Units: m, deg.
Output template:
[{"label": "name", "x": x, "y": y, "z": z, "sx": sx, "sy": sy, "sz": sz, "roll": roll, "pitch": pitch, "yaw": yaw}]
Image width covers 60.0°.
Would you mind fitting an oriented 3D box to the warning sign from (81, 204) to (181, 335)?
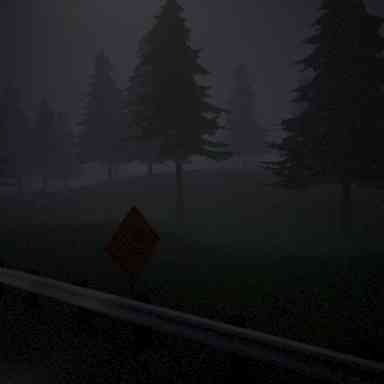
[{"label": "warning sign", "x": -1.010, "y": 1.152, "z": 5.676, "sx": 1.060, "sy": 1.860, "sz": 1.300, "roll": -1, "pitch": 0, "yaw": 35}]
